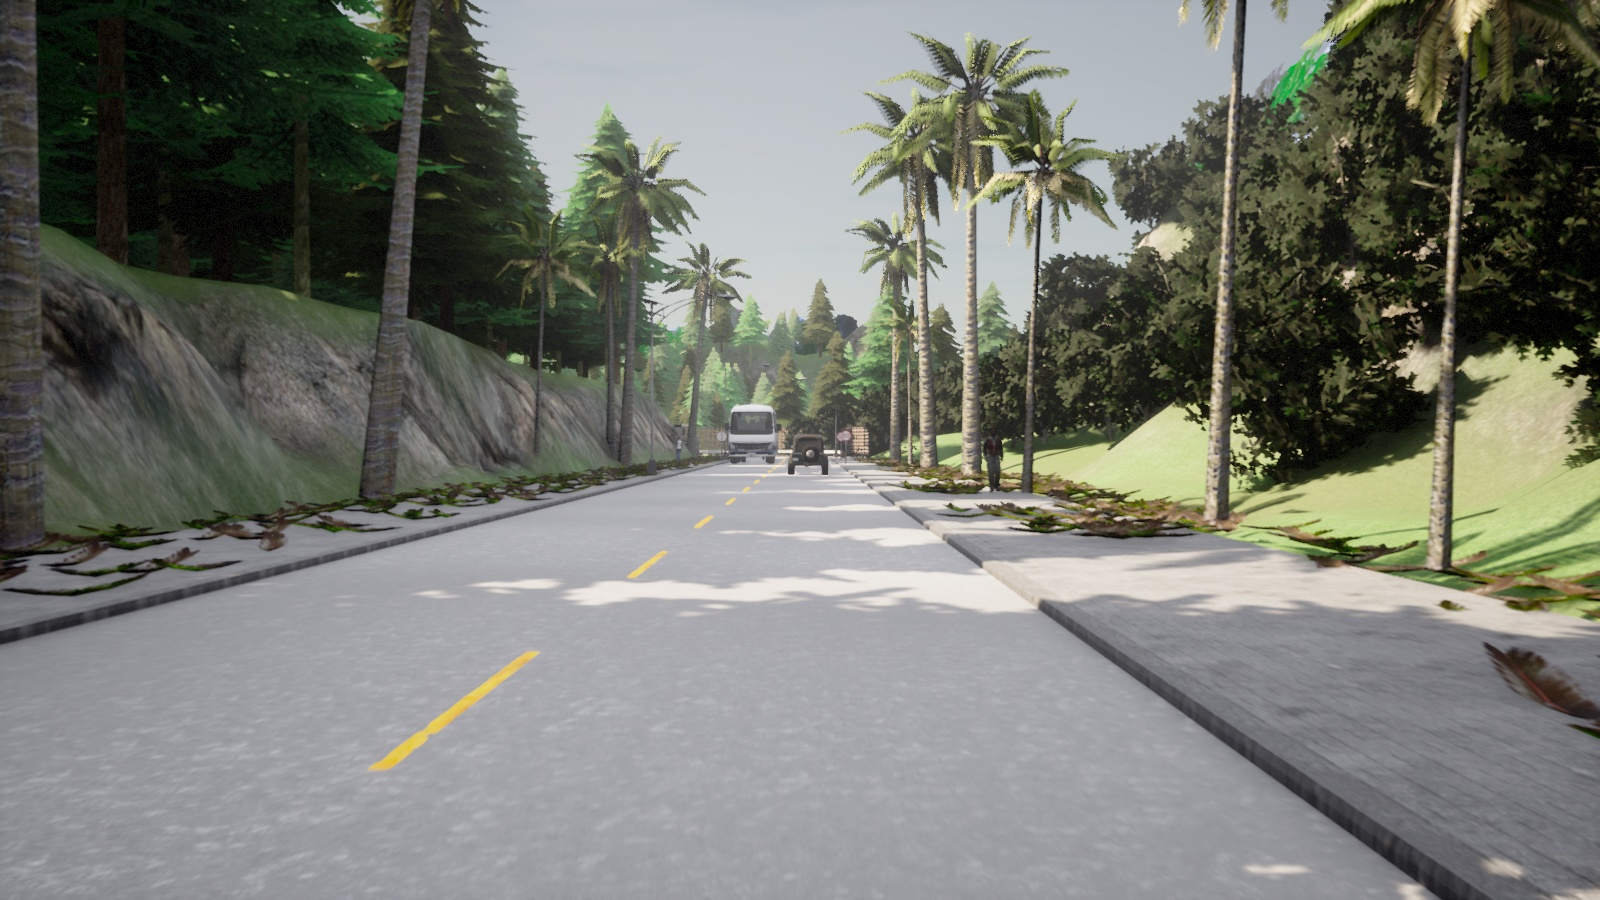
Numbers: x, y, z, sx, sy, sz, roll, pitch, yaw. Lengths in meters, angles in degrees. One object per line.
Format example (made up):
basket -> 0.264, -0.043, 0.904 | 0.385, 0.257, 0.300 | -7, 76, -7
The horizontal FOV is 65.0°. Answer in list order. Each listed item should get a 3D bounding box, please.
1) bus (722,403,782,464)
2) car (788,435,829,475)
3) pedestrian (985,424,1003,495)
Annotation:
bus -> -3.369, -1.151, 91.971 | 3.944, 4.253, 10.273 | 0, 0, 0
car -> 0.394, 0.207, 59.820 | 1.905, 1.878, 3.866 | 0, 1, 0
pedestrian -> 5.341, 0.249, 34.526 | 0.402, 1.930, 0.666 | 0, 0, 1
